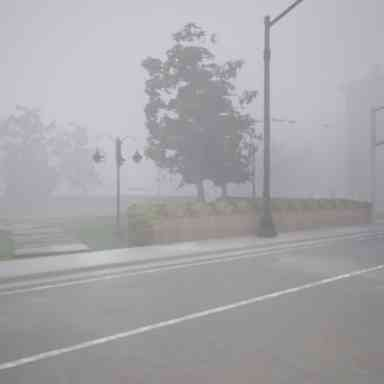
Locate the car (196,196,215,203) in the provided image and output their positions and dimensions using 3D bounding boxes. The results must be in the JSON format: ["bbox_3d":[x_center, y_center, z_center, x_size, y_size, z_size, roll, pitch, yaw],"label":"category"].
[{"bbox_3d":[1.970,1.422,56.417,2.097,1.767,4.553,0,0,-34],"label":"car"}]
